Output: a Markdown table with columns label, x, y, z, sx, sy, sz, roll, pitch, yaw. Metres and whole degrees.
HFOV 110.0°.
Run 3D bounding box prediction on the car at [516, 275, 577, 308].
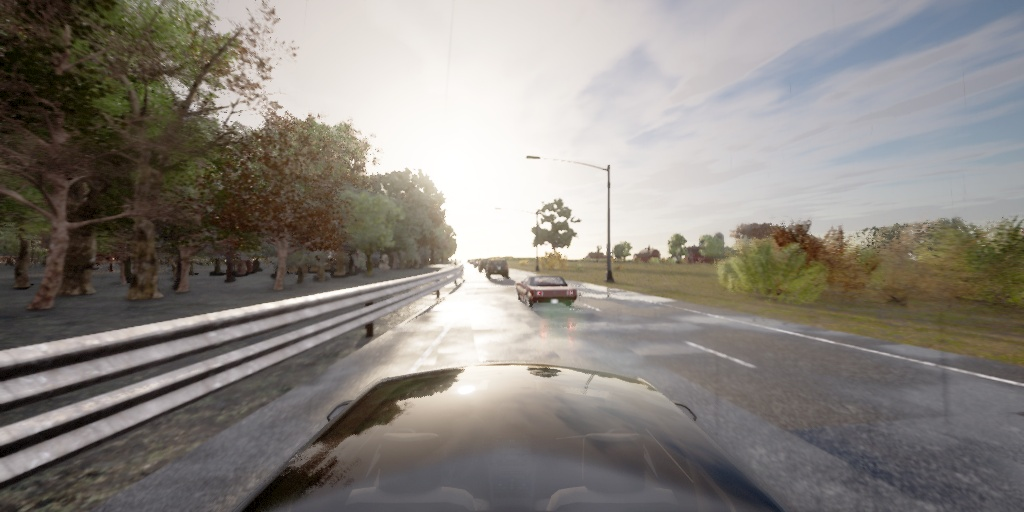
| label | x | y | z | sx | sy | sz | roll | pitch | yaw |
| --- | --- | --- | --- | --- | --- | --- | --- | --- | --- |
| car | 1.365 | 1.508 | 16.256 | 1.895 | 1.301 | 4.718 | 0 | -1 | -8 |

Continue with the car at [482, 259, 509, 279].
| label | x | y | z | sx | sy | sz | roll | pitch | yaw |
| --- | --- | --- | --- | --- | --- | --- | --- | --- | --- |
| car | -1.635 | 1.332 | 37.953 | 2.150 | 2.045 | 5.566 | 0 | -1 | -8 |

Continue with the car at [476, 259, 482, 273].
| label | x | y | z | sx | sy | sz | roll | pitch | yaw |
| --- | --- | --- | --- | --- | --- | --- | --- | --- | --- |
| car | -4.024 | 1.486 | 55.218 | 2.150 | 2.045 | 5.566 | 0 | -1 | -8 |
